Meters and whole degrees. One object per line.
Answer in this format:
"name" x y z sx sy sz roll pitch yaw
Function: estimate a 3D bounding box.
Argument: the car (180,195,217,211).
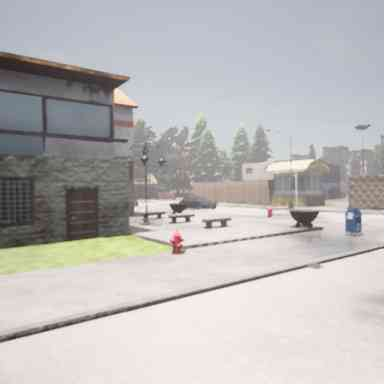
"car" 0.650 1.146 35.069 1.837 1.490 4.892 -1 1 -36
